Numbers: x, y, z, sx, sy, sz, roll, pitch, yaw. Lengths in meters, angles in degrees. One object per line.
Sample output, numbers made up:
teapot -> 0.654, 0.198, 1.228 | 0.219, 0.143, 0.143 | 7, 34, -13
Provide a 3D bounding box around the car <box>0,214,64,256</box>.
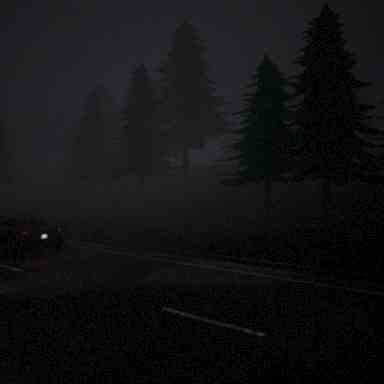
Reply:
car -> -6.947, 1.566, 13.175 | 4.181, 1.385, 1.994 | 0, 0, 36
